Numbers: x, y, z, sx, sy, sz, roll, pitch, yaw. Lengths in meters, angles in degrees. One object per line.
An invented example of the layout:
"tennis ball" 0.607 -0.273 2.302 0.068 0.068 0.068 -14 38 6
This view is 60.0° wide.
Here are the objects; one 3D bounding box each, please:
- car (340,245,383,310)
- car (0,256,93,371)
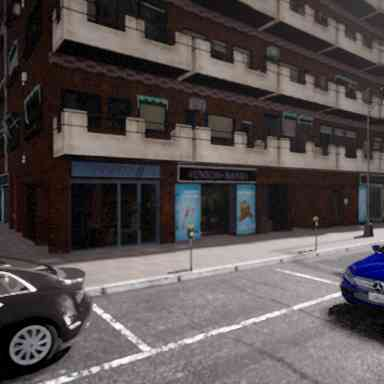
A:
"car" 5.093 1.590 7.072 4.674 1.442 1.812 1 0 -35
"car" -3.490 1.547 4.076 4.403 1.369 2.008 1 -1 -36
